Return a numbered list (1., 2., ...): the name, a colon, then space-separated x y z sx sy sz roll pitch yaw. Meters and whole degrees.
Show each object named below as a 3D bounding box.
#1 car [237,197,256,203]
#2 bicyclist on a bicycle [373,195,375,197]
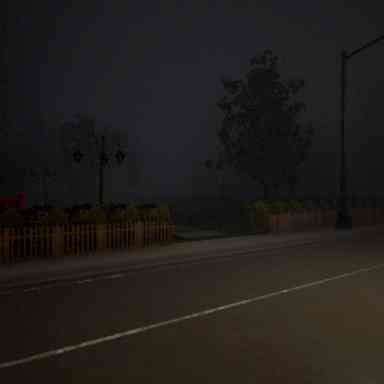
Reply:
1. car: 10.500 1.615 61.874 1.895 1.301 4.718 0 0 -35
2. bicyclist on a bicycle: 27.518 1.301 50.269 1.656 1.620 0.582 0 0 -35
